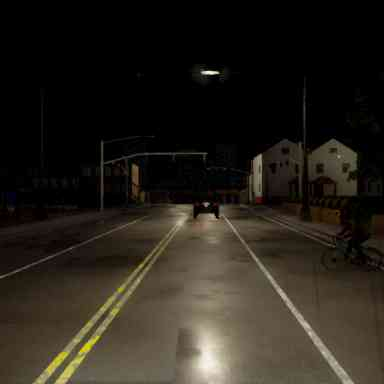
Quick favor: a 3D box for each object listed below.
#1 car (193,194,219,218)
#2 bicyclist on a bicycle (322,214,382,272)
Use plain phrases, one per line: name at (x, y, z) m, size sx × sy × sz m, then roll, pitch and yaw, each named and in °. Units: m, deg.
car at (1.280, 1.213, 29.894) m, size 2.150 × 2.045 × 5.566 m, roll 0°, pitch 0°, yaw 2°
bicyclist on a bicycle at (4.456, 1.439, 9.305) m, size 1.656 × 1.620 × 0.582 m, roll -1°, pitch 0°, yaw 2°
